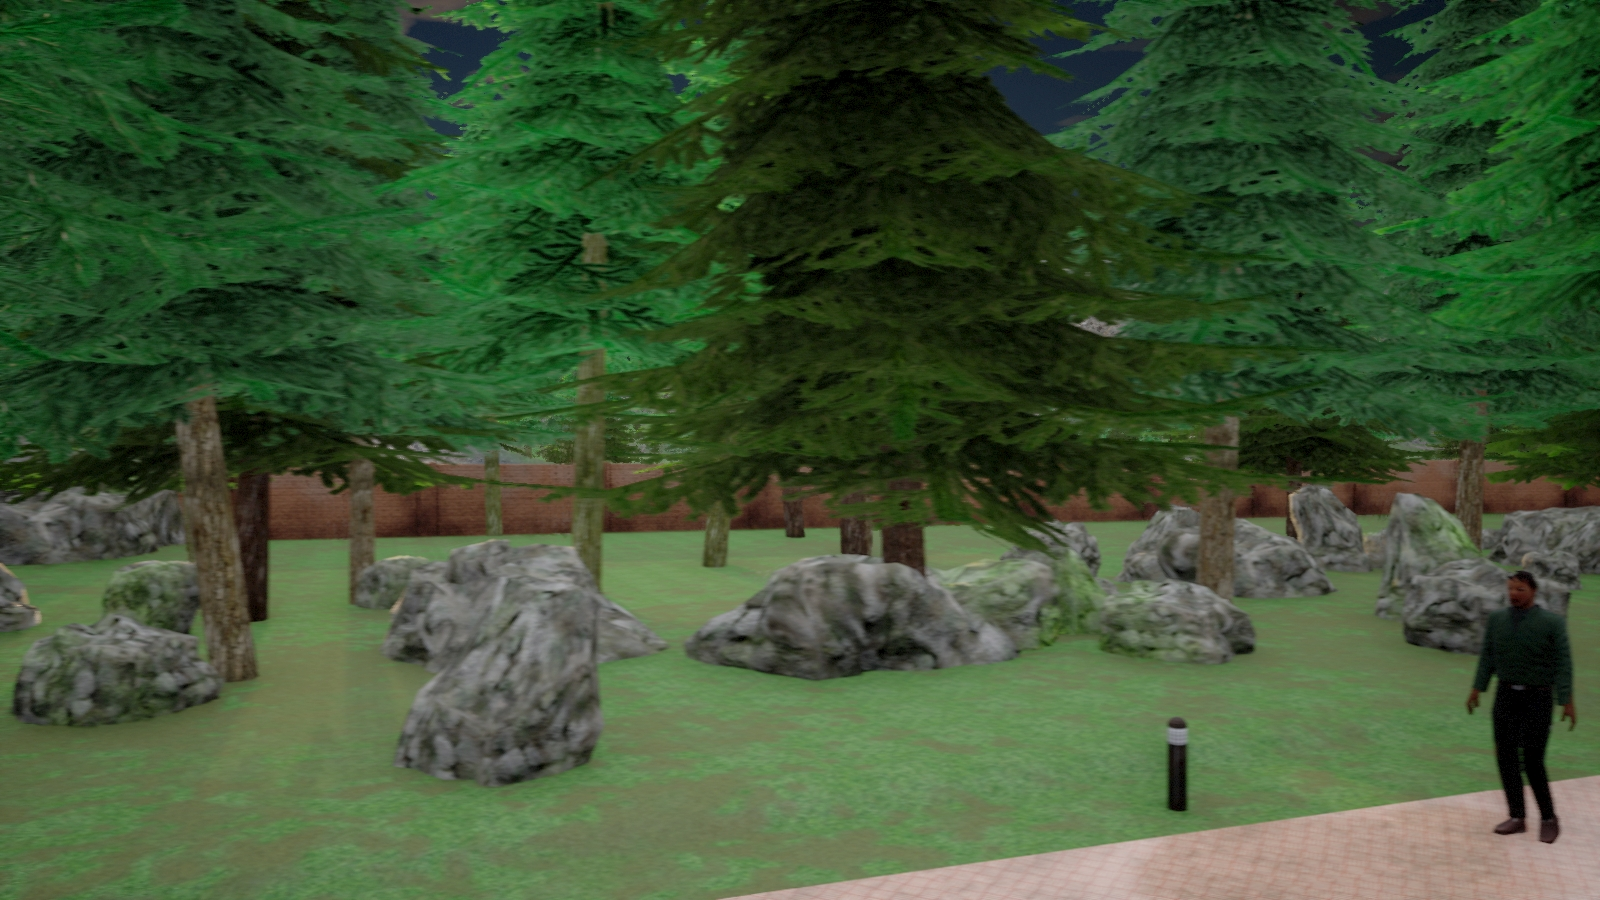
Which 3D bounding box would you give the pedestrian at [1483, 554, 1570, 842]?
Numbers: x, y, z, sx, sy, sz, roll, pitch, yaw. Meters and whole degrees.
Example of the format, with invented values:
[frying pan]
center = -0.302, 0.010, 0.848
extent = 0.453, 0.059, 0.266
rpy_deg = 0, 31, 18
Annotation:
[pedestrian]
center = 4.984, 1.668, 7.838
extent = 0.375, 1.860, 0.375
rpy_deg = 0, 0, -31
